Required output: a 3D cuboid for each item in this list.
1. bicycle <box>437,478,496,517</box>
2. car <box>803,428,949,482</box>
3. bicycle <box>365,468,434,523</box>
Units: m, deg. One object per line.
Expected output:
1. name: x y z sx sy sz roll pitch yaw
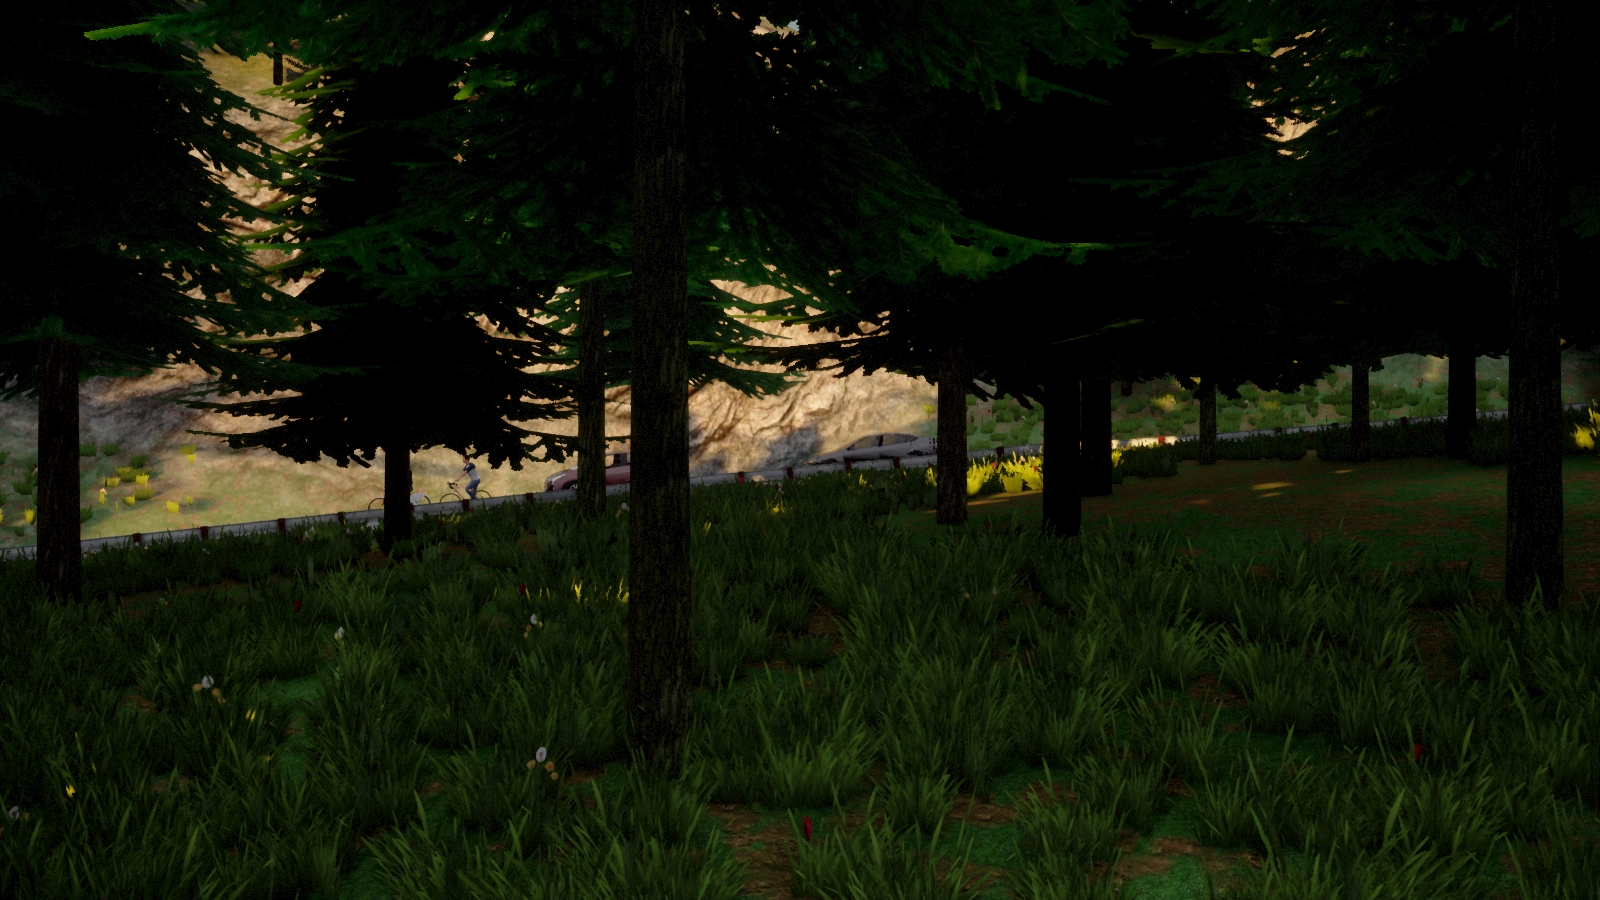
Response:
1. bicycle: -10.252 1.440 35.171 1.643 1.024 0.373 -5 3 -36
2. car: 2.588 0.174 39.939 4.792 1.488 2.163 -4 0 -2
3. bicycle: -12.076 1.355 34.488 1.835 1.471 0.329 -5 2 -29
